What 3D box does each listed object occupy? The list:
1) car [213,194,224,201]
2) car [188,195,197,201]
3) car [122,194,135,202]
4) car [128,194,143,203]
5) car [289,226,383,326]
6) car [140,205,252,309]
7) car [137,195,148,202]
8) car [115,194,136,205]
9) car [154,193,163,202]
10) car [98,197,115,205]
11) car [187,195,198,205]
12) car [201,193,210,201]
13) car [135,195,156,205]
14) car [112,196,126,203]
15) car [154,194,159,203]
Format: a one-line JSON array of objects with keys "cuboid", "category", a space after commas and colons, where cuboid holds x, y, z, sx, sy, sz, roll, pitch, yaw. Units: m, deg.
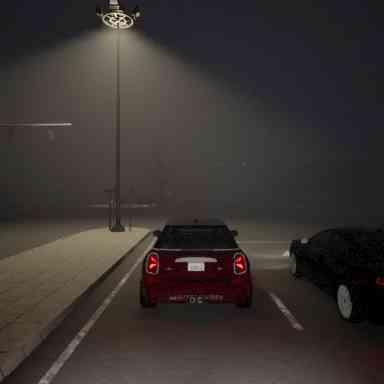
[{"cuboid": [7.157, 1.348, 85.899, 2.097, 1.767, 4.553, 0, 0, 0], "category": "car"}, {"cuboid": [0.156, 1.516, 85.525, 2.128, 1.511, 4.902, 0, 0, 0], "category": "car"}, {"cuboid": [-14.858, 1.355, 78.004, 2.097, 1.767, 4.553, 0, 0, 0], "category": "car"}, {"cuboid": [-11.395, 1.352, 67.161, 2.097, 1.767, 4.553, 0, 0, 1], "category": "car"}, {"cuboid": [3.577, 1.478, 7.163, 1.882, 1.535, 5.008, 0, 0, 0], "category": "car"}, {"cuboid": [0.082, 1.352, 8.046, 2.097, 1.767, 4.553, 0, 0, 0], "category": "car"}, {"cuboid": [-11.359, 1.524, 77.080, 1.812, 1.442, 4.674, 0, 0, 0], "category": "car"}, {"cuboid": [-11.465, 1.478, 58.125, 1.882, 1.535, 5.008, 0, 0, 0], "category": "car"}, {"cuboid": [-7.860, 1.225, 76.636, 2.150, 2.045, 5.566, 0, 0, 0], "category": "car"}, {"cuboid": [-14.963, 1.564, 58.318, 1.994, 1.385, 4.181, 0, 0, 0], "category": "car"}, {"cuboid": [0.100, 1.478, 54.915, 1.882, 1.535, 5.008, 0, 0, 0], "category": "car"}, {"cuboid": [3.657, 1.546, 85.935, 1.994, 1.385, 4.181, 0, 0, 0], "category": "car"}, {"cuboid": [-7.973, 1.564, 57.311, 1.994, 1.385, 4.181, 0, 0, 0], "category": "car"}, {"cuboid": [-14.876, 1.564, 68.014, 1.994, 1.385, 4.181, 0, 0, 0], "category": "car"}, {"cuboid": [-7.908, 1.601, 66.065, 1.895, 1.301, 4.718, 0, 0, 1], "category": "car"}]
